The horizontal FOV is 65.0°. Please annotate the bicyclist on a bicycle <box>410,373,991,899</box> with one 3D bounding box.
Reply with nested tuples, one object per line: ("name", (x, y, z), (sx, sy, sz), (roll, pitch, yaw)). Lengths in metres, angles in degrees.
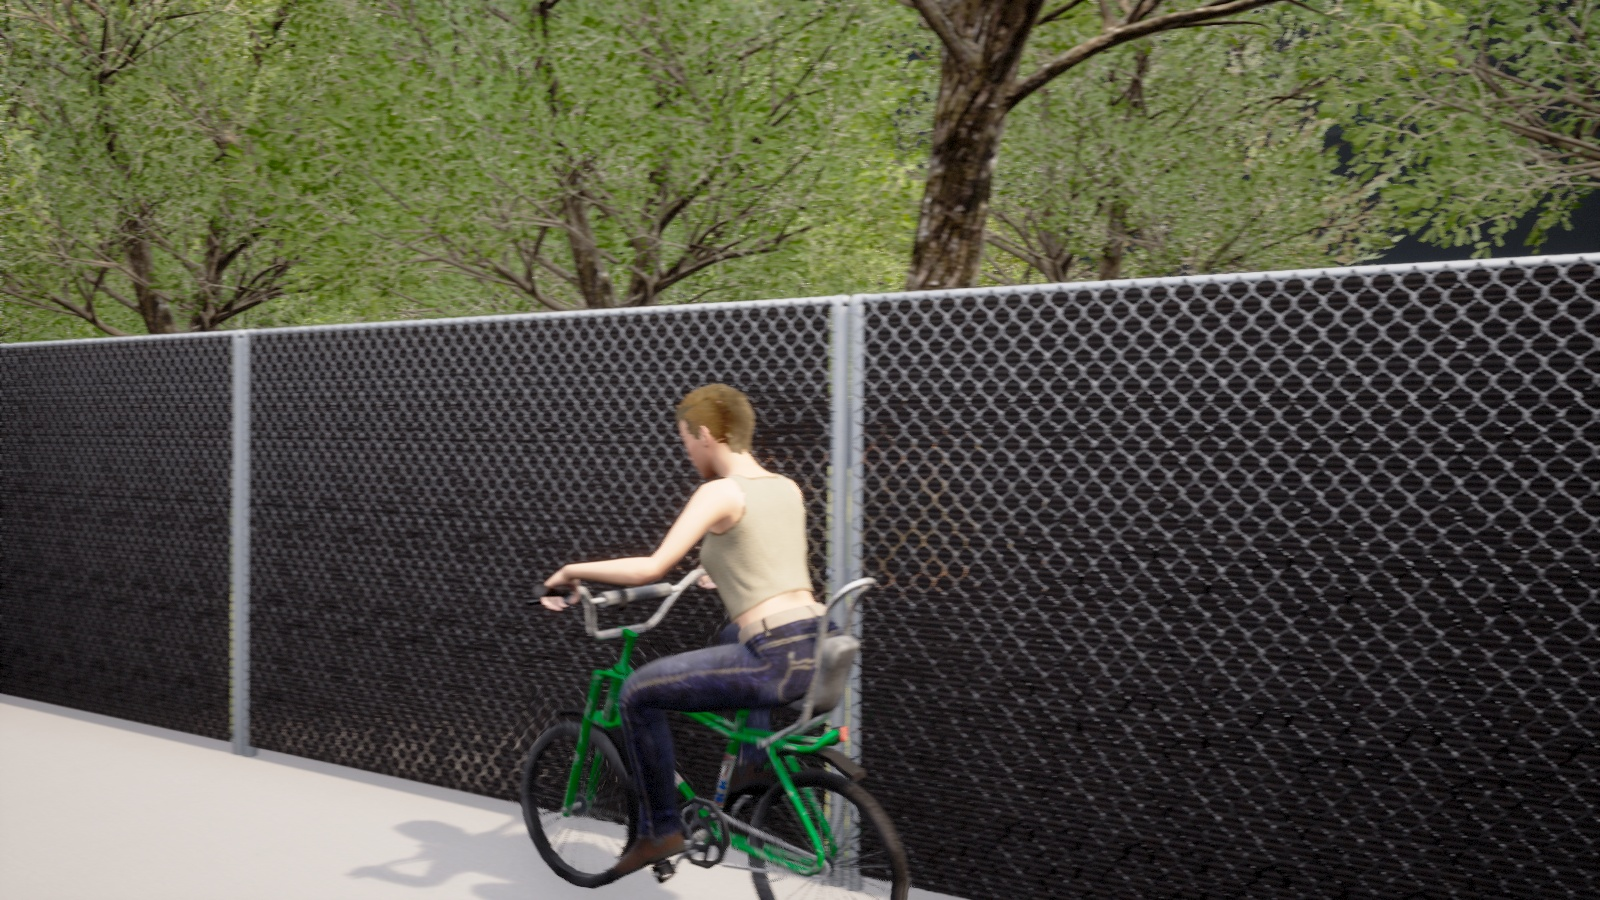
("bicyclist on a bicycle", (-0.315, 0.616, 3.765), (1.509, 1.612, 0.866), (0, 1, 36))
